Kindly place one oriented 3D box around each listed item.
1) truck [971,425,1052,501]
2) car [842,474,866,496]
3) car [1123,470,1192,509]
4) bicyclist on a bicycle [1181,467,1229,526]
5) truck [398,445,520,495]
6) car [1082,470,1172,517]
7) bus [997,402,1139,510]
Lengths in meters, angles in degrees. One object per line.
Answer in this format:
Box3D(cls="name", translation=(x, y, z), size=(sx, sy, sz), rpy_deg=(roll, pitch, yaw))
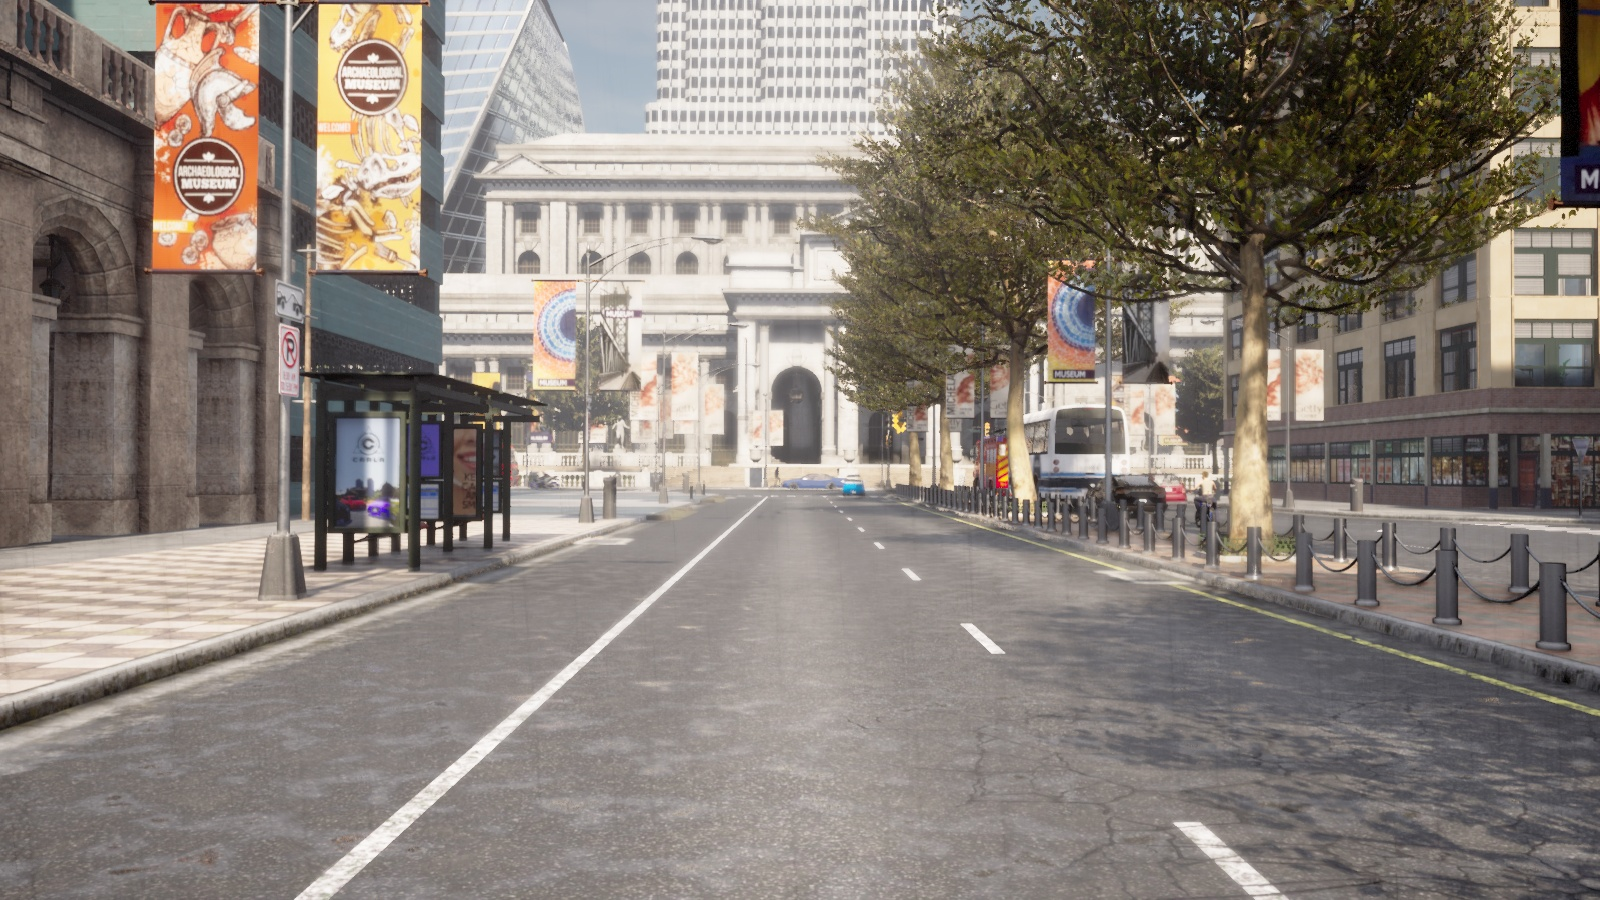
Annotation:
Box3D(cls="truck", translation=(11.273, 0.743, 67.675), size=(2.891, 3.827, 8.468), rpy_deg=(0, -1, 0))
Box3D(cls="car", translation=(3.393, 2.176, 78.454), size=(1.481, 1.376, 2.207), rpy_deg=(0, -1, 2))
Box3D(cls="car", translation=(14.863, 1.616, 52.410), size=(1.789, 1.549, 3.705), rpy_deg=(0, -1, 0))
Box3D(cls="bicyclist on a bicycle", translation=(11.415, 1.302, 35.423), size=(0.866, 1.612, 1.509), rpy_deg=(0, -1, 0))
Box3D(cls="truck", translation=(-24.316, 1.442, 89.897), size=(7.936, 3.462, 2.891), rpy_deg=(0, -1, 0))
Box3D(cls="car", translation=(11.386, 1.489, 44.090), size=(1.882, 1.535, 5.008), rpy_deg=(0, -1, 0))
Box3D(cls="bus", translation=(11.353, 0.311, 54.591), size=(3.944, 4.253, 10.273), rpy_deg=(0, -1, 0))
